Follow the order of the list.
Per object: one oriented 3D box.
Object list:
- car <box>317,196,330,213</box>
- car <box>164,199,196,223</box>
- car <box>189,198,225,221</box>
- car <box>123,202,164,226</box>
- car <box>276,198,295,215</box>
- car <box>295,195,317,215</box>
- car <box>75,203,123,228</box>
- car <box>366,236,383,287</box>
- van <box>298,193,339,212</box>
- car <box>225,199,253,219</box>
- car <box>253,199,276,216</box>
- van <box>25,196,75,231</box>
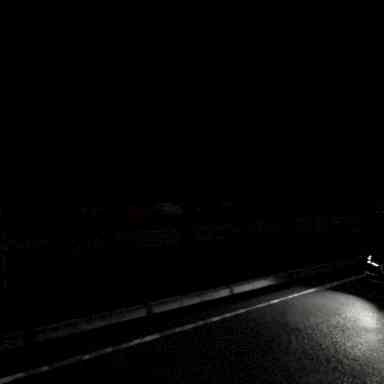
[{"bbox_3d":[11.422,1.409,34.922,2.163,1.488,4.792,0,0,-36],"label":"car"},{"bbox_3d":[-2.104,1.476,25.209,2.002,1.452,4.674,0,0,-36],"label":"car"},{"bbox_3d":[0.133,1.300,26.850,2.185,1.767,4.553,0,0,-36],"label":"car"},{"bbox_3d":[-4.360,1.446,23.592,2.097,1.535,5.008,0,0,-36],"label":"car"},{"bbox_3d":[6.907,1.427,31.692,2.163,1.488,4.792,0,0,-36],"label":"car"},{"bbox_3d":[9.288,1.385,33.131,1.946,1.575,5.366,0,0,-36],"label":"car"},{"bbox_3d":[-6.620,1.497,21.978,2.002,1.452,4.674,0,0,-36],"label":"car"},{"bbox_3d":[6.101,1.454,8.036,4.892,1.490,1.837,0,0,-35],"label":"car"},{"bbox_3d":[13.763,1.145,36.415,1.878,1.987,4.442,0,0,-36],"label":"van"},{"bbox_3d":[2.406,1.416,28.445,2.097,1.535,5.008,0,0,-36],"label":"car"},{"bbox_3d":[4.670,1.408,30.049,2.231,1.521,4.892,0,0,-36],"label":"car"},{"bbox_3d":[-8.948,1.241,20.460,1.878,1.987,4.442,0,0,-36],"label":"van"}]
